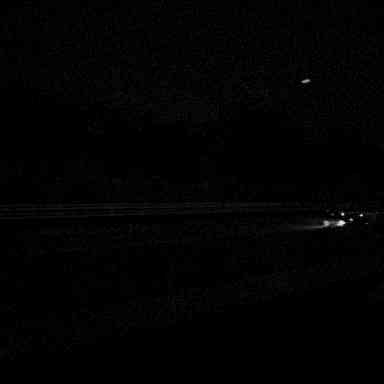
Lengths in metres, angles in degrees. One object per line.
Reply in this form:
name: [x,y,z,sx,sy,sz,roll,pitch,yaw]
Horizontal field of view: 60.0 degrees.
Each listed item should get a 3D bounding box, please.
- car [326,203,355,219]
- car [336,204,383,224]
car: [14.370,1.751,30.792,4.674,1.442,1.812,1,0,-34]
car: [13.752,1.803,26.130,4.718,1.301,1.895,1,0,-34]
